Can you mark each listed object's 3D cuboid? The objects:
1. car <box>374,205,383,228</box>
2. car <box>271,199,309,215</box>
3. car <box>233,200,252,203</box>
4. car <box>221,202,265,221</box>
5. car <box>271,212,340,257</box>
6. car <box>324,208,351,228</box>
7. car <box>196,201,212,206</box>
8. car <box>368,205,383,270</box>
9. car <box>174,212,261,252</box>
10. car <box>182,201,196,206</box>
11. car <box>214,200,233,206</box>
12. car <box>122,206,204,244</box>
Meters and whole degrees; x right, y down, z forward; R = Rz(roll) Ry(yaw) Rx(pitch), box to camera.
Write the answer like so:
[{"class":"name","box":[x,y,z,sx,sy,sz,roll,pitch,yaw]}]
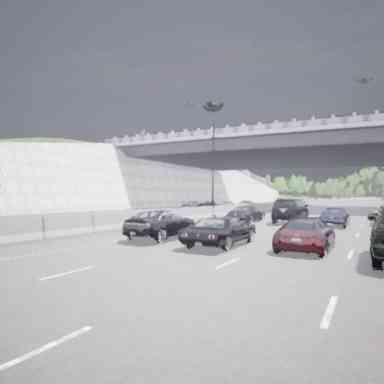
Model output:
[{"class":"car","box":[15.528,1.847,26.350,1.882,1.535,5.008,0,0,29]},{"class":"car","box":[8.237,1.573,27.632,2.150,2.045,5.566,0,0,29]},{"class":"car","box":[9.615,2.195,59.683,1.882,1.535,5.008,0,-1,29]},{"class":"car","box":[4.664,1.890,28.408,2.033,1.411,5.357,0,-1,29]},{"class":"car","box":[4.790,1.745,13.919,1.994,1.385,4.181,0,-1,29]},{"class":"car","box":[10.816,1.881,25.068,2.033,1.411,5.357,0,-1,29]},{"class":"car","box":[3.171,2.319,62.463,1.895,1.301,4.718,0,-1,29]},{"class":"car","box":[7.270,1.384,11.176,2.150,2.045,5.566,0,0,29]},{"class":"car","box":[1.345,1.776,14.923,1.895,1.301,4.718,0,-1,29]},{"class":"car","box":[-0.013,2.320,63.911,1.895,1.301,4.718,0,-1,29]},{"class":"car","box":[6.386,2.243,61.064,1.812,1.442,4.674,0,-1,29]},{"class":"car","box":[-1.479,1.677,17.046,2.128,1.511,4.902,0,-1,29]}]
